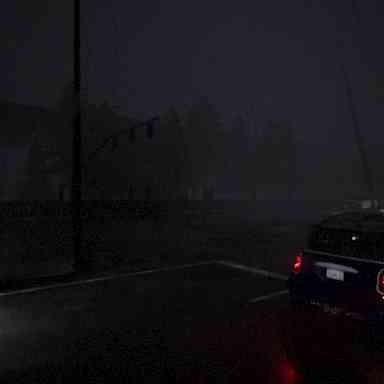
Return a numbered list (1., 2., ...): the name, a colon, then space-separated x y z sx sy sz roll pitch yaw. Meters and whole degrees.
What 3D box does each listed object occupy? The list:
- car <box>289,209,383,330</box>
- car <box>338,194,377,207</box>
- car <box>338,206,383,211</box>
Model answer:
1. car: 4.057 1.365 6.643 4.553 1.767 2.097 0 0 -36
2. car: 19.743 1.274 39.556 5.566 2.045 2.150 0 0 -35
3. car: 6.580 1.498 12.744 5.008 1.535 1.882 0 0 -36
